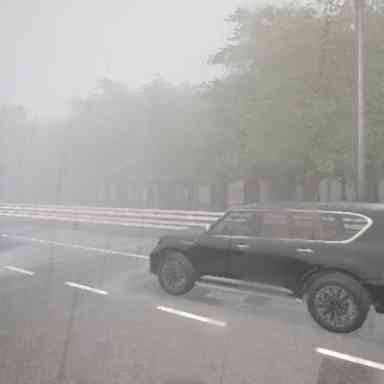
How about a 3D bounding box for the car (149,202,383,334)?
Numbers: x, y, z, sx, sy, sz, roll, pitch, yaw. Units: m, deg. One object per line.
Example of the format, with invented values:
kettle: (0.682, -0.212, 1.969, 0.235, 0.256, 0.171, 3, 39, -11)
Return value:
car: (1.635, 1.222, 7.001, 5.566, 2.045, 2.150, 0, 0, 36)
